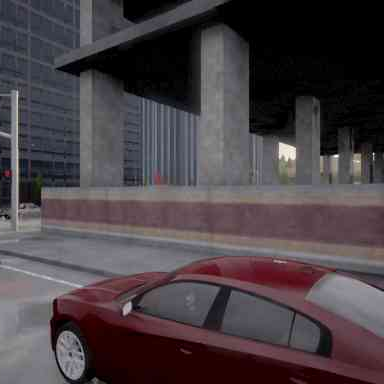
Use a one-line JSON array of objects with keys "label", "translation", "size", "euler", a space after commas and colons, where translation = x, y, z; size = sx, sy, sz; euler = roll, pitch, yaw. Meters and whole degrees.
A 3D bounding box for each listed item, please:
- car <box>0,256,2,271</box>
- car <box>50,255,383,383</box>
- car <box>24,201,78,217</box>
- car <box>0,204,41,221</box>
[{"label": "car", "translation": [-6.923, 1.564, 8.871], "size": [4.181, 1.385, 1.994], "euler": [0, 0, 36]}, {"label": "car", "translation": [0.425, 1.478, 3.686], "size": [5.008, 1.535, 1.882], "euler": [0, 0, 35]}, {"label": "car", "translation": [-14.129, 1.656, 33.535], "size": [1.895, 1.301, 4.718], "euler": [0, 0, 36]}, {"label": "car", "translation": [-13.488, 1.656, 27.951], "size": [1.895, 1.301, 4.718], "euler": [0, 0, 35]}]
